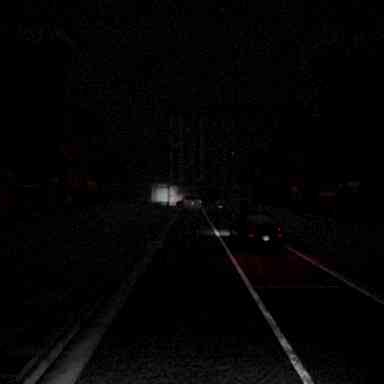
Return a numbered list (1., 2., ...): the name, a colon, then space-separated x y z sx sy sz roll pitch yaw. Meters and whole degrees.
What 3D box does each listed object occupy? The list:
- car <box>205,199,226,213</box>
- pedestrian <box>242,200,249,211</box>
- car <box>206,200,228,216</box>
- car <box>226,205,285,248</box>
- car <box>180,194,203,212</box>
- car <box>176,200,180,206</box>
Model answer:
1. car: 2.647 1.589 38.239 2.008 1.369 4.403 0 0 0
2. pedestrian: 2.751 1.306 17.496 0.375 1.860 0.375 0 -1 0
3. car: 2.647 1.471 32.736 1.967 1.590 4.097 0 0 0
4. car: 2.751 1.536 14.651 1.812 1.442 4.674 0 0 0
5. car: 0.073 1.263 38.816 2.150 2.045 5.566 0 0 0
6. car: -1.007 1.658 53.500 1.895 1.301 4.718 1 0 -22
